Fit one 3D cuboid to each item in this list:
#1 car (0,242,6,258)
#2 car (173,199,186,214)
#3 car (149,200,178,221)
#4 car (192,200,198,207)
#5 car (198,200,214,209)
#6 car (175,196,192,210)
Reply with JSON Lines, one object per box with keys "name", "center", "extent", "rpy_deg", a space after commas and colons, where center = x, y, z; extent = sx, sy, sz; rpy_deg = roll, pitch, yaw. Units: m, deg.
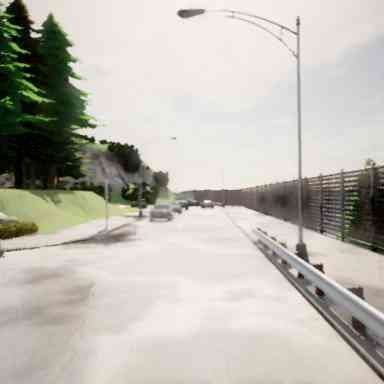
{"name": "car", "center": [-8.710, 1.723, 10.240], "extent": [5.357, 1.411, 2.033], "rpy_deg": [-1, -1, 5]}
{"name": "car", "center": [-2.178, 1.902, 40.188], "extent": [1.812, 1.442, 4.674], "rpy_deg": [-1, -1, 3]}
{"name": "car", "center": [-2.652, 1.799, 30.302], "extent": [1.837, 1.490, 4.892], "rpy_deg": [-1, 0, 3]}
{"name": "car", "center": [-0.736, 2.126, 64.486], "extent": [5.357, 1.411, 2.033], "rpy_deg": [-1, -1, 43]}
{"name": "car", "center": [2.542, 2.027, 55.120], "extent": [1.994, 1.385, 4.181], "rpy_deg": [-1, -1, -1]}
{"name": "car", "center": [-1.654, 1.685, 50.582], "extent": [2.150, 2.045, 5.566], "rpy_deg": [-1, -1, 3]}
